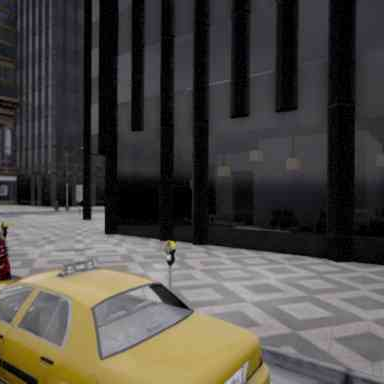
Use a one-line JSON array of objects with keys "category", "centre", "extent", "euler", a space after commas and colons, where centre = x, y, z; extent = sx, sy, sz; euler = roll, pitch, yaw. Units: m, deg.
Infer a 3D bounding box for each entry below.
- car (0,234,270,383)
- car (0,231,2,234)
[{"category": "car", "centre": [-1.543, 1.505, 4.048], "extent": [4.829, 1.417, 1.752], "euler": [0, 0, 35]}, {"category": "car", "centre": [-5.837, 1.263, 7.075], "extent": [5.009, 1.841, 2.192], "euler": [0, 0, 35]}]
